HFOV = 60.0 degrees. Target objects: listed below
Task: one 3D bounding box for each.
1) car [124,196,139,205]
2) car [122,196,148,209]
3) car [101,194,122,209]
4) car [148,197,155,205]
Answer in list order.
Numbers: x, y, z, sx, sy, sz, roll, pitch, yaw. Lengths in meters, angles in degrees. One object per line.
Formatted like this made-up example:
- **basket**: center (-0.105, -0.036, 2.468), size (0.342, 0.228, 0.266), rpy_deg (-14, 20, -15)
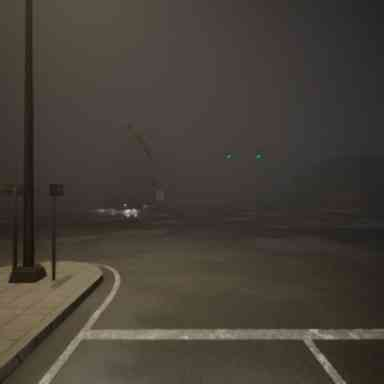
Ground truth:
- **car**: center (-11.492, 1.624, 63.591), size (1.837, 1.490, 4.892), rpy_deg (0, 0, 0)
- **car**: center (-8.063, 1.581, 47.503), size (2.128, 1.511, 4.902), rpy_deg (0, 0, 0)
- **car**: center (-11.547, 1.314, 48.646), size (2.150, 2.045, 5.566), rpy_deg (0, 0, 1)
- **car**: center (-7.983, 1.681, 61.513), size (1.994, 1.385, 4.181), rpy_deg (0, 0, 0)
